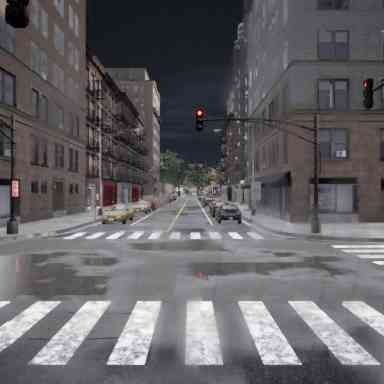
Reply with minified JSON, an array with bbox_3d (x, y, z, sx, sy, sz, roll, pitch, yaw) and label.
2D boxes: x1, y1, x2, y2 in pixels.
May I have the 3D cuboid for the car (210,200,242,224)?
[{"bbox_3d":[2.647,1.552,24.740,2.008,1.369,4.403,0,0,0],"label":"car"}]

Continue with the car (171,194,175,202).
[{"bbox_3d":[-5.371,1.324,68.600,2.192,1.841,5.009,0,0,0],"label":"car"}]

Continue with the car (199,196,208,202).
[{"bbox_3d":[2.671,1.556,79.560,1.887,1.381,4.507,0,0,0],"label":"car"}]

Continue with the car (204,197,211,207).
[{"bbox_3d":[2.652,1.554,35.704,2.008,1.369,4.403,0,0,0],"label":"car"}]

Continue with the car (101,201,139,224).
[{"bbox_3d":[-5.406,1.526,24.574,1.752,1.417,4.829,0,0,0],"label":"car"}]

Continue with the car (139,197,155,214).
[{"bbox_3d":[-5.398,1.528,35.537,1.752,1.417,4.829,0,0,0],"label":"car"}]

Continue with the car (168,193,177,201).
[{"bbox_3d":[-5.354,1.330,90.528,2.192,1.841,5.009,0,0,0],"label":"car"}]

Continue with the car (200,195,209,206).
[{"bbox_3d":[2.659,1.557,52.150,2.008,1.369,4.403,0,0,0],"label":"car"}]

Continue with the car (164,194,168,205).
[{"bbox_3d":[-5.384,1.446,52.153,1.967,1.590,4.097,0,0,0],"label":"car"}]

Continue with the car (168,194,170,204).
[{"bbox_3d":[-5.380,1.557,57.635,2.008,1.369,4.403,0,0,0],"label":"car"}]

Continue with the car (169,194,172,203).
[{"bbox_3d":[-5.376,1.573,63.118,1.947,1.339,4.313,0,0,0],"label":"car"}]

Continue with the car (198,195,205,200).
[{"bbox_3d":[2.675,1.597,90.524,1.802,1.307,4.206,0,0,0],"label":"car"}]

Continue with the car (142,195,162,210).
[{"bbox_3d":[-5.393,1.319,41.190,2.192,1.841,5.009,0,0,0],"label":"car"}]

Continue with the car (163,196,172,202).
[{"bbox_3d":[-5.367,1.535,73.912,1.752,1.417,4.829,0,0,0],"label":"car"}]

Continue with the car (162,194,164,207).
[{"bbox_3d":[-5.389,1.445,46.672,1.967,1.590,4.097,0,0,0],"label":"car"}]

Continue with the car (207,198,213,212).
[{"bbox_3d":[2.649,1.547,30.222,1.887,1.381,4.507,0,0,0],"label":"car"}]
